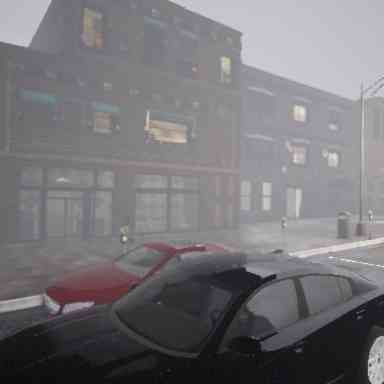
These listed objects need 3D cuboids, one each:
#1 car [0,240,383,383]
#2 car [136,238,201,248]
[{"bbox_3d":[0.405,1.478,3.665,5.008,1.535,1.882,0,0,-35],"label":"car"},{"bbox_3d":[-0.481,1.582,6.200,4.206,1.307,1.802,0,1,-35],"label":"car"}]
